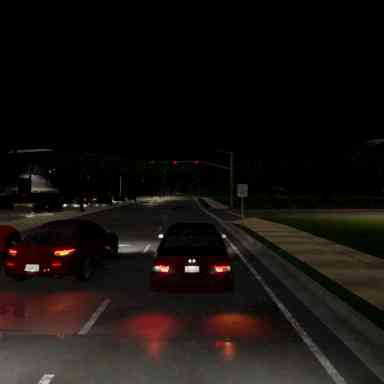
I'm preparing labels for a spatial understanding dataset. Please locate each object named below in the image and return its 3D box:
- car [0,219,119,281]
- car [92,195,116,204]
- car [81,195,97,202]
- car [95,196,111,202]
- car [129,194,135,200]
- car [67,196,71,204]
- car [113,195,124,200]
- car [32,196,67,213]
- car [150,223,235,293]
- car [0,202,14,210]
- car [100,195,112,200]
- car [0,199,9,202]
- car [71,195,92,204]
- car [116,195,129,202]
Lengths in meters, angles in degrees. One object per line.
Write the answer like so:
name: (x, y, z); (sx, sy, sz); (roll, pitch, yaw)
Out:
car: (-3.496, 1.526, 9.702); (1.812, 1.442, 4.674); (0, 0, 1)
car: (-16.317, 1.547, 61.863); (2.033, 1.411, 5.357); (0, 0, 1)
car: (-23.269, 1.525, 75.320); (2.128, 1.511, 4.902); (0, 0, 0)
car: (-19.769, 1.540, 74.303); (2.033, 1.411, 5.357); (0, 0, 0)
car: (-16.265, 1.451, 90.018); (1.837, 1.490, 4.892); (0, 0, 0)
car: (-23.308, 1.502, 61.634); (1.837, 1.490, 4.892); (0, 1, 1)
car: (-19.766, 1.560, 89.183); (1.895, 1.301, 4.718); (0, 0, 0)
car: (-15.951, 1.477, 36.885); (1.882, 1.535, 5.008); (0, 0, -2)
car: (0.007, 1.547, 8.991); (2.033, 1.411, 5.357); (0, 0, 0)
car: (-6.990, 1.352, 9.755); (2.097, 1.767, 4.553); (0, 0, 0)
car: (-23.265, 1.498, 90.080); (1.994, 1.385, 4.181); (0, 0, 0)
car: (-24.436, 1.564, 41.123); (1.994, 1.385, 4.181); (0, 0, 42)
car: (-19.821, 1.352, 61.096); (2.097, 1.767, 4.553); (0, 0, 0)
car: (-16.269, 1.540, 75.097); (2.033, 1.411, 5.357); (0, 0, 0)
